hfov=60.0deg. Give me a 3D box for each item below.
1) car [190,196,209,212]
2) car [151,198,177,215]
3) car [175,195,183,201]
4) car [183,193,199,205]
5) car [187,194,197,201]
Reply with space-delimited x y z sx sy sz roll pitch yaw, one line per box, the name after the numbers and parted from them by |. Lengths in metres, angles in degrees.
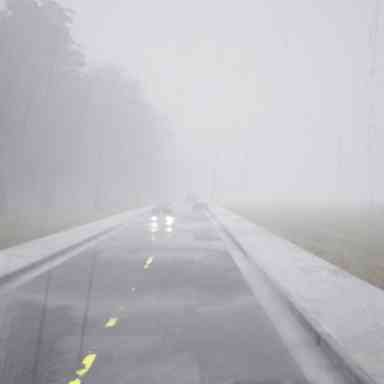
0.973 1.458 38.125 1.812 1.442 4.674 0 0 0 | car
-2.836 1.542 32.652 1.895 1.301 4.718 0 0 0 | car
-2.729 1.381 73.268 1.994 1.385 4.181 0 0 0 | car
0.015 1.122 56.138 2.150 2.045 5.566 0 0 0 | car
0.021 1.253 73.348 2.128 1.511 4.902 0 0 0 | car
